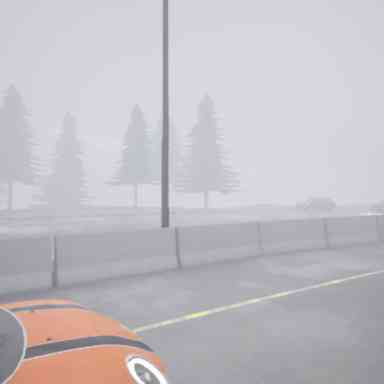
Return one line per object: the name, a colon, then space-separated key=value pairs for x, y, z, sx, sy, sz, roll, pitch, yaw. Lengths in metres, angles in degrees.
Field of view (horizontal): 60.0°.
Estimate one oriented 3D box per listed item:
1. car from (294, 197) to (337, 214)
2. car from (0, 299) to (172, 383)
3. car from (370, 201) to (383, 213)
car: x=12.986 y=1.302 z=35.062 sx=4.553 sy=1.767 sz=2.097 roll=0 pitch=0 yaw=-24
car: x=-2.299 y=1.343 z=1.990 sx=4.553 sy=1.767 sz=2.097 roll=0 pitch=0 yaw=-35
car: x=20.564 y=1.530 z=34.502 sx=4.181 sy=1.385 sz=1.994 roll=0 pitch=0 yaw=-22
